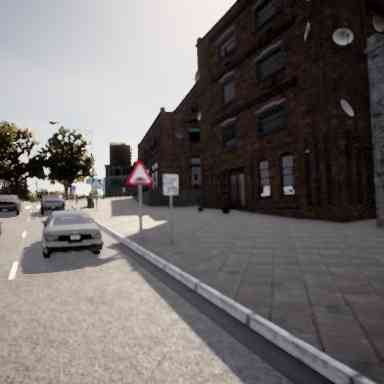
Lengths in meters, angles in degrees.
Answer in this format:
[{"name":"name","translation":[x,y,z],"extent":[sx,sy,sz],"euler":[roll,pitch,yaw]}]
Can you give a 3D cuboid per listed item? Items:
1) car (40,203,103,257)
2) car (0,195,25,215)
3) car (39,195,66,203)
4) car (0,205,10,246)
[{"name":"car","translation":[-4.514,1.366,12.276],"extent":[2.033,1.411,5.357],"euler":[0,1,-24]},{"name":"car","translation":[-14.614,0.993,26.534],"extent":[1.837,1.490,4.892],"euler":[-1,2,-23]},{"name":"car","translation":[-11.652,0.953,27.870],"extent":[2.128,1.511,4.902],"euler":[0,2,-23]},{"name":"car","translation":[-7.444,1.393,10.872],"extent":[2.033,1.411,5.357],"euler":[0,1,-24]}]
